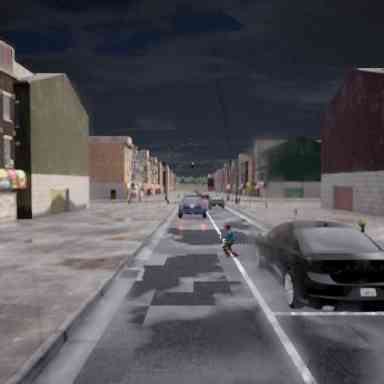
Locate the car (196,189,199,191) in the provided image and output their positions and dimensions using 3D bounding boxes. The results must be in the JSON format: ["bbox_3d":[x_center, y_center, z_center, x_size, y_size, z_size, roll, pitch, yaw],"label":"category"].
[{"bbox_3d":[2.592,0.495,91.042,1.887,1.381,4.507,-1,1,0],"label":"car"}]

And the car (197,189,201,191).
[{"bbox_3d":[2.596,0.655,79.978,1.802,1.307,4.206,-1,1,0],"label":"car"}]

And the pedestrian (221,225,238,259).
[{"bbox_3d":[1.198,1.545,10.383,0.500,1.100,0.500,-1,2,-10],"label":"pedestrian"}]

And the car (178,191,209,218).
[{"bbox_3d":[0.038,1.033,26.295,2.097,1.767,4.553,0,1,0],"label":"car"}]

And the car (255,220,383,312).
[{"bbox_3d":[2.747,1.382,7.660,1.882,1.535,5.008,0,1,0],"label":"car"}]

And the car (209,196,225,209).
[{"bbox_3d":[2.610,1.113,36.470,2.008,1.369,4.403,-1,1,0],"label":"car"}]

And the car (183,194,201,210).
[{"bbox_3d":[0.005,1.044,36.171,1.882,1.535,5.008,0,1,1],"label":"car"}]
